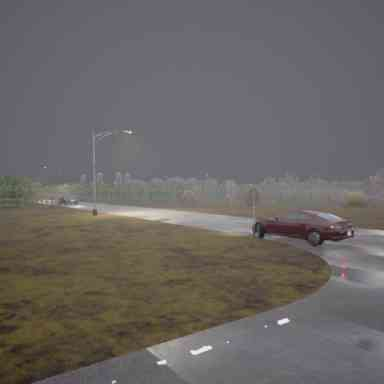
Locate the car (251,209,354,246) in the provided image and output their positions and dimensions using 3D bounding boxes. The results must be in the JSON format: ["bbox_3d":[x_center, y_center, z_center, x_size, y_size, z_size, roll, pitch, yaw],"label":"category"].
[{"bbox_3d":[4.876,1.481,15.183,1.812,1.442,4.674,-1,1,-40],"label":"car"}]

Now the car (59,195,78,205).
[{"bbox_3d":[-18.626,1.165,49.971,2.128,1.511,4.902,-1,1,-35],"label":"car"}]
